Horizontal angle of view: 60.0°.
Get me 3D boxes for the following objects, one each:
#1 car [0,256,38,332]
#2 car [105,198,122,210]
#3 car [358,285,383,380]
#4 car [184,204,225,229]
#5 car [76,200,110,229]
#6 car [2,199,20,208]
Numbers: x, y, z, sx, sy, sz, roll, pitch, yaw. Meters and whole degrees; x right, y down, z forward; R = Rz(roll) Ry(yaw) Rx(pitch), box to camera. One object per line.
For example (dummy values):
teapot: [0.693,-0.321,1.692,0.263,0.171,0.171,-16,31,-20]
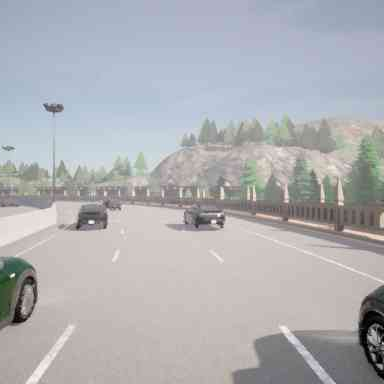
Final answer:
car: [-3.764,1.353,4.263,2.097,1.767,4.553,0,0,-4]
car: [-10.343,1.560,42.511,2.128,1.511,4.902,0,0,-25]
car: [3.324,1.352,2.620,2.097,1.767,4.553,0,0,-2]
car: [0.705,1.500,21.701,2.128,1.511,4.902,0,0,-13]
car: [-6.624,1.530,22.257,1.837,1.490,4.892,0,0,-14]
car: [-28.036,1.737,51.418,1.994,1.385,4.181,0,0,-36]
